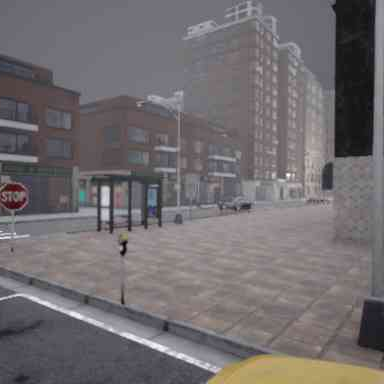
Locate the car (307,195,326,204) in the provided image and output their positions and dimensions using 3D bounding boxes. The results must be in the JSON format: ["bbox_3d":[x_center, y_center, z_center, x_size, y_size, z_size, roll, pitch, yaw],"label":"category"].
[{"bbox_3d":[20.238,1.218,53.985,1.895,1.301,4.718,1,1,36],"label":"car"}]

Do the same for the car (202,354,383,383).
[{"bbox_3d":[1.970,1.542,1.400,4.829,1.417,1.752,1,0,36],"label":"car"}]

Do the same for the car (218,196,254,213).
[{"bbox_3d":[4.323,1.153,31.920,2.128,1.511,4.902,1,1,36],"label":"car"}]
